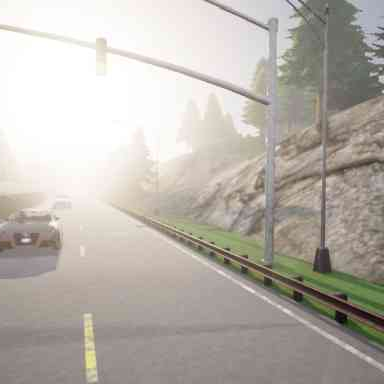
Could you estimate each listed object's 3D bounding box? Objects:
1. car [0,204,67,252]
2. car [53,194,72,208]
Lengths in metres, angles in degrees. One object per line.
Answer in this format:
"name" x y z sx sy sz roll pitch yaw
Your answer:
"car" -6.055 1.363 12.742 1.994 1.385 4.181 1 0 -19
"car" -14.557 1.018 37.422 1.812 1.442 4.674 1 1 -19
